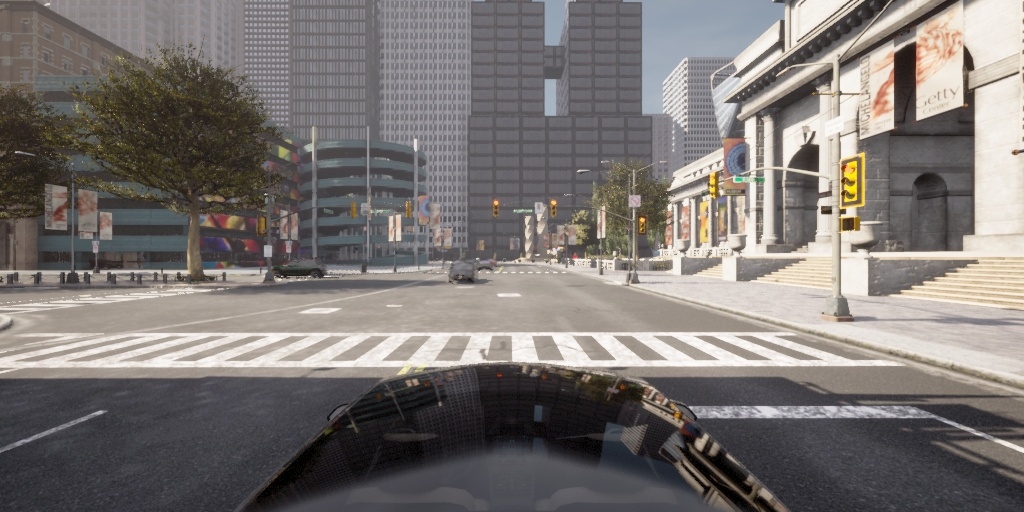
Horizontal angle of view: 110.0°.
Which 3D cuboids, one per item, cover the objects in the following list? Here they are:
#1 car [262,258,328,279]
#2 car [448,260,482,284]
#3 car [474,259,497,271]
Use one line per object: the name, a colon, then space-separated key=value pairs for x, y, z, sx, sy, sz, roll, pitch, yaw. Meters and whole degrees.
car: x=-19.164 y=1.102 z=32.197 sx=4.553 sy=1.767 sz=2.097 roll=0 pitch=0 yaw=-12
car: x=-3.589 y=1.255 z=27.118 sx=1.837 sy=1.490 sz=4.892 roll=0 pitch=0 yaw=0
car: x=-3.579 y=1.297 z=48.790 sx=2.033 sy=1.411 sz=5.357 roll=0 pitch=0 yaw=0
